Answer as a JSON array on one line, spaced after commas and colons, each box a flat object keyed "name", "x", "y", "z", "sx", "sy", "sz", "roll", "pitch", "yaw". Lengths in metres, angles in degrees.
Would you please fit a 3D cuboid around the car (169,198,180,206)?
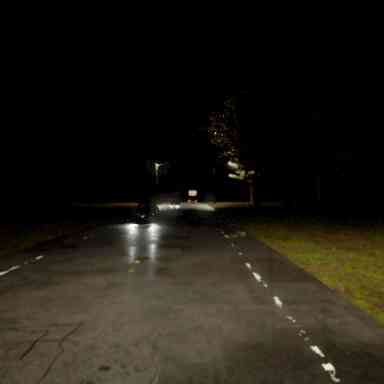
[{"name": "car", "x": -3.517, "y": 1.980, "z": 67.748, "sx": 2.128, "sy": 1.511, "sz": 4.902, "roll": 0, "pitch": 0, "yaw": 0}]

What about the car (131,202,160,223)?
[{"name": "car", "x": -3.604, "y": 1.580, "z": 26.515, "sx": 1.837, "sy": 1.490, "sz": 4.892, "roll": 0, "pitch": 0, "yaw": 0}]
